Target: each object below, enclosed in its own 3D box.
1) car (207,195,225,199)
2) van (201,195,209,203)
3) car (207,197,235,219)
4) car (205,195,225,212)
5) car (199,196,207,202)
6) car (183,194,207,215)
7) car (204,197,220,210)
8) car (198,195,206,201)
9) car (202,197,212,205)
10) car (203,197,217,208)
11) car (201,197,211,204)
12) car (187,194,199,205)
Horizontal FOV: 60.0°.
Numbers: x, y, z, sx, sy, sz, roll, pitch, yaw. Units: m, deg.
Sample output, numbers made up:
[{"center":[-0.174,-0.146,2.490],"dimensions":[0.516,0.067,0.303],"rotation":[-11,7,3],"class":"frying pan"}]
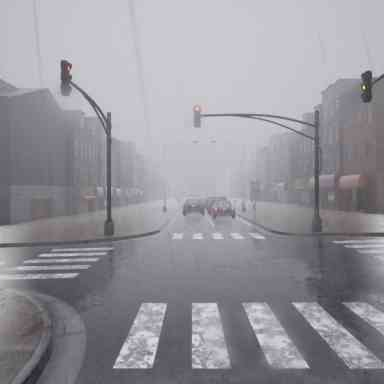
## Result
[{"center":[2.704,1.360,35.024],"dimensions":[2.192,1.841,5.009],"rotation":[-1,0,0],"class":"car"},{"center":[2.785,1.512,72.841],"dimensions":[1.690,1.788,3.998],"rotation":[-1,0,0],"class":"van"},{"center":[2.693,1.473,29.622],"dimensions":[1.967,1.590,4.097],"rotation":[-1,0,0],"class":"car"},{"center":[2.715,1.374,40.427],"dimensions":[2.192,1.841,5.009],"rotation":[-1,0,0],"class":"car"},{"center":[2.811,1.801,83.644],"dimensions":[1.802,1.307,4.206],"rotation":[-1,0,0],"class":"car"},{"center":[0.177,1.397,34.924],"dimensions":[2.097,1.767,4.553],"rotation":[0,0,0],"class":"car"},{"center":[2.728,1.514,45.829],"dimensions":[1.967,1.590,4.097],"rotation":[-1,0,0],"class":"car"},{"center":[2.833,1.712,94.450],"dimensions":[1.967,1.590,4.097],"rotation":[-1,0,0],"class":"car"},{"center":[2.764,1.654,62.205],"dimensions":[1.752,1.417,4.829],"rotation":[-1,0,0],"class":"car"},{"center":[2.740,1.531,51.231],"dimensions":[1.967,1.590,4.097],"rotation":[-1,0,0],"class":"car"},{"center":[2.776,1.675,67.607],"dimensions":[1.752,1.417,4.829],"rotation":[-1,0,0],"class":"car"},{"center":[0.232,1.357,63.406],"dimensions":[2.150,2.045,5.566],"rotation":[0,0,0],"class":"car"}]
